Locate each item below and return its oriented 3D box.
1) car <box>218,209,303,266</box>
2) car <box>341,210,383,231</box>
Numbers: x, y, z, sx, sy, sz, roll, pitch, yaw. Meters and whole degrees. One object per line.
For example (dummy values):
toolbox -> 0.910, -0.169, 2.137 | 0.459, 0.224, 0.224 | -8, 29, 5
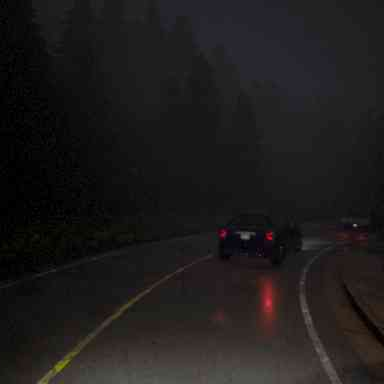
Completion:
car -> 2.739, 1.500, 12.590 | 2.097, 1.767, 4.553 | 0, -1, 29
car -> 12.327, 1.918, 23.301 | 4.718, 1.301, 1.895 | 1, -1, -43
